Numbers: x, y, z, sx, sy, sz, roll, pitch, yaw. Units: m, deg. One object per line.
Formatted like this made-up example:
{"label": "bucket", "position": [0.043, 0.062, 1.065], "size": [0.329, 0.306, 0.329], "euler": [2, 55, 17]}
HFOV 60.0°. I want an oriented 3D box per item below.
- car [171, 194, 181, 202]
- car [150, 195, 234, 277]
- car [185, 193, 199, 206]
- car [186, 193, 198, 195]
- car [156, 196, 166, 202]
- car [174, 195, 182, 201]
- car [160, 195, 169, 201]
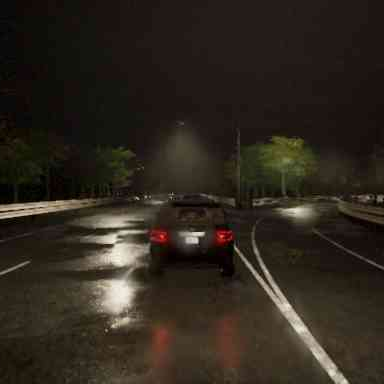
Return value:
{"label": "car", "position": [-3.530, 1.443, 76.060], "size": [2.097, 1.767, 4.553], "euler": [0, 0, 0]}
{"label": "car", "position": [-0.003, 1.225, 10.413], "size": [2.150, 2.045, 5.566], "euler": [0, 0, 0]}
{"label": "car", "position": [-0.025, 1.259, 55.170], "size": [2.150, 2.045, 5.566], "euler": [0, 0, 0]}
{"label": "car", "position": [-0.011, 1.232, 32.009], "size": [2.150, 2.045, 5.566], "euler": [0, 0, 0]}
{"label": "car", "position": [-7.030, 1.640, 76.089], "size": [1.994, 1.385, 4.181], "euler": [0, 0, 0]}
{"label": "car", "position": [-3.534, 1.432, 86.097], "size": [1.882, 1.535, 5.008], "euler": [0, 0, 0]}
{"label": "car", "position": [-7.034, 1.478, 86.095], "size": [1.812, 1.442, 4.674], "euler": [0, 0, 0]}
